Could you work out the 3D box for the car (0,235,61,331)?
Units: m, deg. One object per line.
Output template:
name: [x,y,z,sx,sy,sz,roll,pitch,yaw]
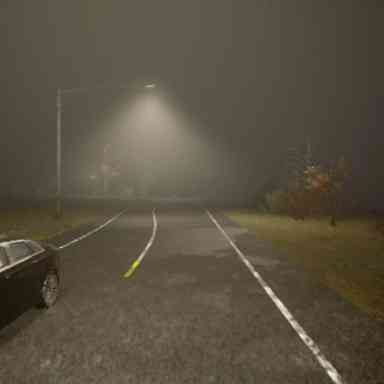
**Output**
car: [-3.639,1.492,5.072,2.128,1.511,4.902,0,0,-1]
